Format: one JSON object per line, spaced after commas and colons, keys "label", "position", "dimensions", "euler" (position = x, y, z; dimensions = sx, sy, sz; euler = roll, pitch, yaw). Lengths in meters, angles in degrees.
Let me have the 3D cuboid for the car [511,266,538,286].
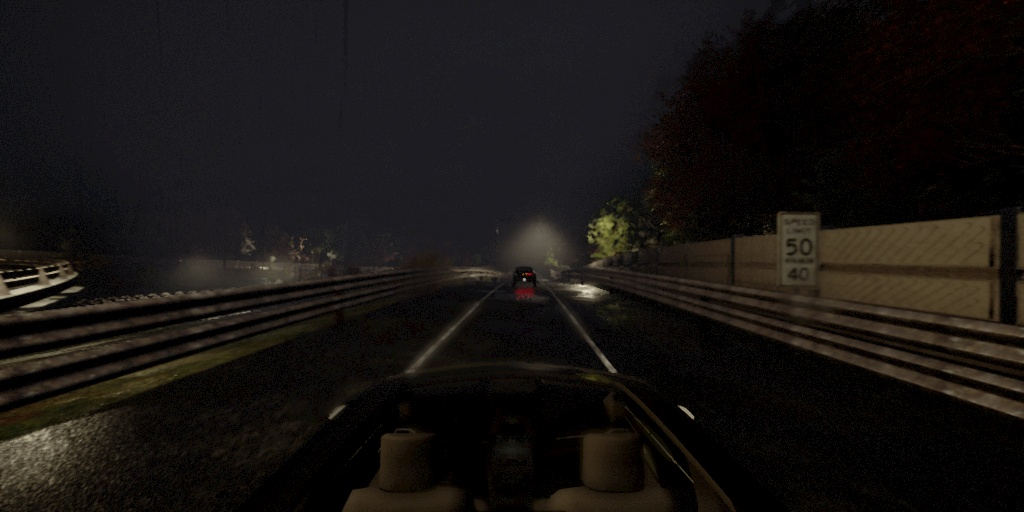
{"label": "car", "position": [1.012, 1.592, 28.994], "dimensions": [1.837, 1.490, 4.892], "euler": [1, -2, 2]}
